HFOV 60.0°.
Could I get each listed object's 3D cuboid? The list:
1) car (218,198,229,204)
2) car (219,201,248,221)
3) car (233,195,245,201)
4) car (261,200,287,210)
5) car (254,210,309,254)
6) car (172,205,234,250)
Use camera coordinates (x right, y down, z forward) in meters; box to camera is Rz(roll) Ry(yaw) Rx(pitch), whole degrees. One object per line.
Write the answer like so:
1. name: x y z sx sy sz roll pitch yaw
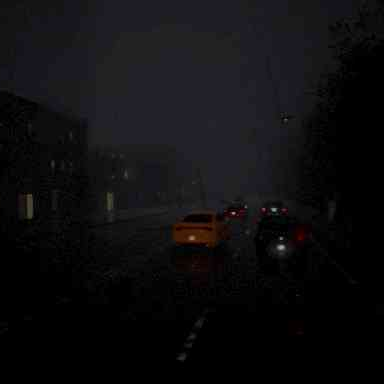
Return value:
1. car: 6.838 1.979 71.493 1.812 1.442 4.674 -1 0 13
2. car: 3.872 1.741 29.433 1.994 1.385 4.181 -1 0 13
3. car: 9.995 1.637 70.739 2.150 2.045 5.566 -1 0 13
4. car: 6.980 1.482 28.469 2.097 1.767 4.553 -1 -1 13
5. car: 3.638 1.663 13.878 1.895 1.301 4.718 -1 0 13
6. car: 0.558 1.585 14.971 1.882 1.535 5.008 -1 0 13
